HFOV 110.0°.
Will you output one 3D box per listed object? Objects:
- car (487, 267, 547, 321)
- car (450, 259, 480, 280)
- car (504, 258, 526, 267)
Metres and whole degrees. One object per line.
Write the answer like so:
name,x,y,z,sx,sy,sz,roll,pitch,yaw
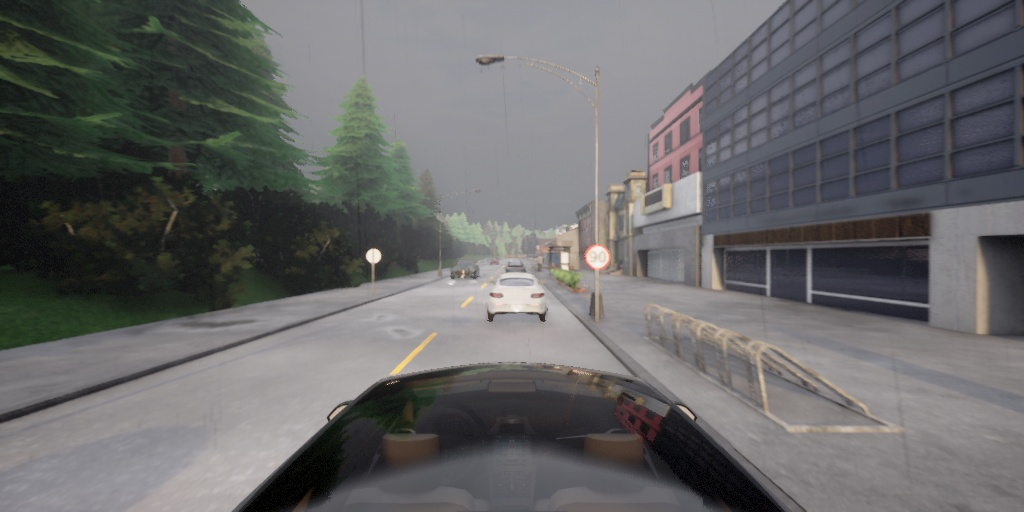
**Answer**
car,0.157,1.273,12.405,1.812,1.442,4.674,0,0,0
car,-3.914,1.080,30.571,2.097,1.767,4.553,0,0,0
car,0.302,1.232,33.027,2.128,1.511,4.902,0,0,0
